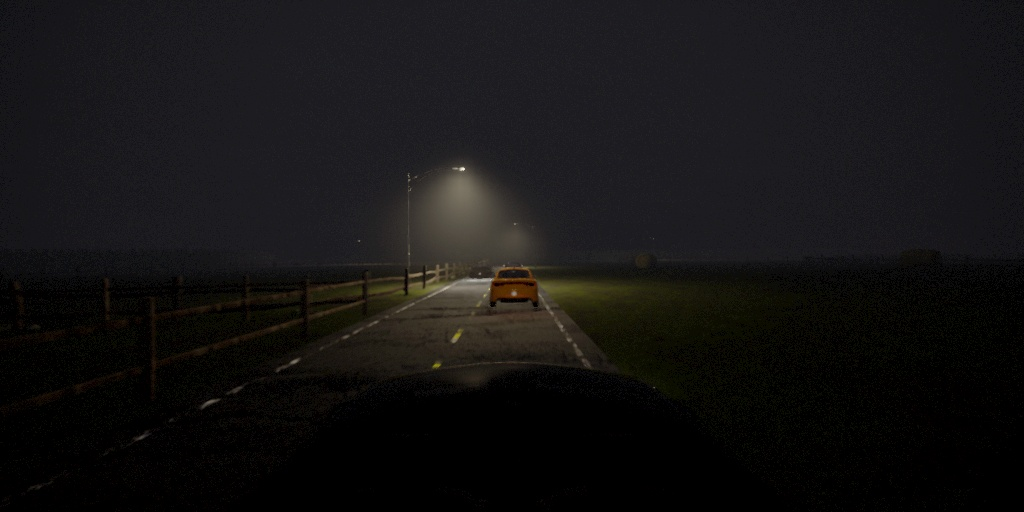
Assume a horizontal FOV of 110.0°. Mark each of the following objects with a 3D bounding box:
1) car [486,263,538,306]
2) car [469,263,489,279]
[{"bbox_3d":[0.089,1.226,15.645,1.882,1.535,5.008,0,0,0],"label":"car"},{"bbox_3d":[-2.733,1.318,32.531,1.994,1.385,4.181,0,0,0],"label":"car"}]
